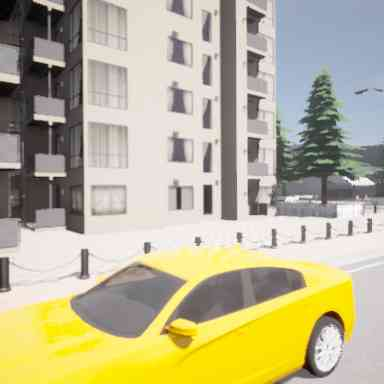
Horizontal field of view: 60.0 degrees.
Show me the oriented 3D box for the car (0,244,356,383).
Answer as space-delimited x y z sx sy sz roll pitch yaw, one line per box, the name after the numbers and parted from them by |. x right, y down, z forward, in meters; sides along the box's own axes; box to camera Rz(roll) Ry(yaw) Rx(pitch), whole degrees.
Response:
-0.069 1.460 3.932 5.008 1.535 1.882 0 0 -36 | car
